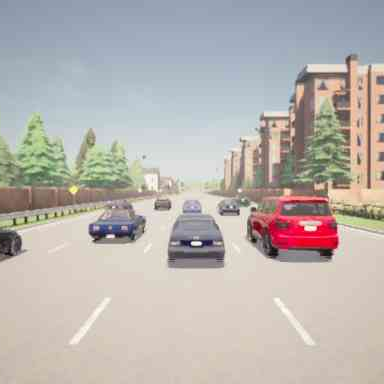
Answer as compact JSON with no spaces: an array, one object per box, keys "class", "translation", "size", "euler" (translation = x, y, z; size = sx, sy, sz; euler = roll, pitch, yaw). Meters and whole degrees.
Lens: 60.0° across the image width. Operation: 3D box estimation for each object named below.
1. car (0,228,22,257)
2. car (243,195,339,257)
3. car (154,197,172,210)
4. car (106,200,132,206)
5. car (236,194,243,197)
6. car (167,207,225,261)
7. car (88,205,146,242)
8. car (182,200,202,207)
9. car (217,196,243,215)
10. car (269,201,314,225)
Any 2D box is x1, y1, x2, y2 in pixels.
[{"class":"car","translation":[-6.902,1.491,9.770],"size":[1.812,1.442,4.674],"euler":[0,0,0]},{"class":"car","translation":[3.597,1.179,12.793],"size":[2.150,2.045,5.566],"euler":[0,0,0]},{"class":"car","translation":[-3.540,1.351,41.138],"size":[2.128,1.511,4.902],"euler":[0,0,0]},{"class":"car","translation":[-6.994,1.438,32.172],"size":[2.033,1.411,5.357],"euler":[0,0,0]},{"class":"car","translation":[6.894,1.196,46.786],"size":[2.097,1.767,4.553],"euler":[0,0,0]},{"class":"car","translation":[0.117,1.507,12.019],"size":[2.033,1.411,5.357],"euler":[0,0,0]},{"class":"car","translation":[-3.410,1.545,16.133],"size":[1.895,1.301,4.718],"euler":[0,0,0]},{"class":"car","translation":[0.005,1.438,32.282],"size":[2.033,1.411,5.357],"euler":[0,0,0]},{"class":"car","translation":[3.504,1.438,32.373],"size":[2.033,1.411,5.357],"euler":[0,0,0]},{"class":"car","translation":[7.050,1.444,24.025],"size":[1.812,1.442,4.674],"euler":[0,0,0]}]
